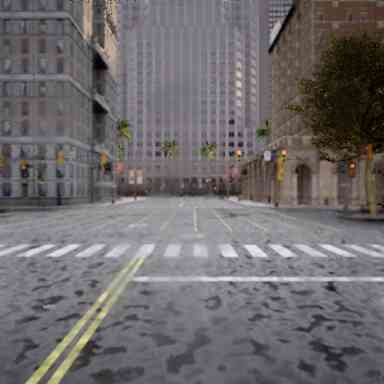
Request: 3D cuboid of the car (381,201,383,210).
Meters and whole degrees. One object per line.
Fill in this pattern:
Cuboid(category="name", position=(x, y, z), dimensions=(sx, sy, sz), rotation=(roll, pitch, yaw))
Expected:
Cuboid(category="car", position=(21.626, 1.092, 32.546), dimensions=(5.566, 2.045, 2.150), rotation=(0, 0, 0))
